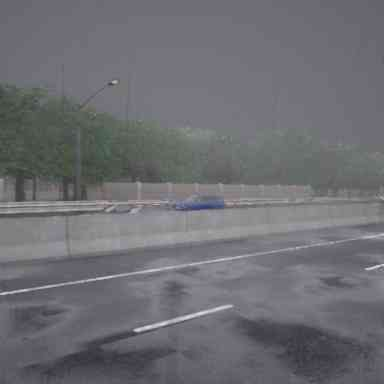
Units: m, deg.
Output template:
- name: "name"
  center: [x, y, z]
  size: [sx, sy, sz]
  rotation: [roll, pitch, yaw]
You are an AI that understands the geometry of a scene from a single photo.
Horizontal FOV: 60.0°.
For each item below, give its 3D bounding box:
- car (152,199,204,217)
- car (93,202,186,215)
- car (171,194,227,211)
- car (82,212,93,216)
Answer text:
- name: "car"
  center: [-1.282, 1.506, 32.276]
  size: [4.892, 1.490, 1.837]
  rotation: [0, 0, -38]
- name: "car"
  center: [-2.924, 1.525, 19.106]
  size: [4.674, 1.442, 1.812]
  rotation: [0, 0, -35]
- name: "car"
  center: [0.662, 1.223, 30.252]
  size: [5.566, 2.045, 2.150]
  rotation: [0, 0, -35]
- name: "car"
  center: [-4.920, 1.525, 21.981]
  size: [4.674, 1.442, 1.812]
  rotation: [0, 0, -35]
